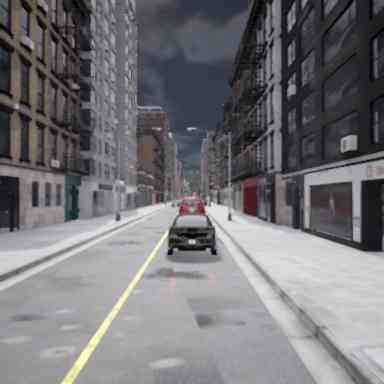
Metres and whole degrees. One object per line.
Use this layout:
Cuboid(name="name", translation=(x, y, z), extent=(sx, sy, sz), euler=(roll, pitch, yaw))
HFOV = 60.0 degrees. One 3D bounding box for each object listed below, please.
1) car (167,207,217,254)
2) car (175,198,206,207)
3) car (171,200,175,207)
Cuboid(name="car", translation=(0.026, 1.627, 14.237), extent=(1.882, 1.535, 5.008), euler=(0, 0, 0))
Cuboid(name="car", translation=(0.009, 1.525, 27.584), extent=(2.150, 2.045, 5.566), euler=(0, 0, 0))
Cuboid(name="car", translation=(-3.021, 2.303, 65.064), extent=(2.128, 1.511, 4.902), euler=(0, -1, 1))
